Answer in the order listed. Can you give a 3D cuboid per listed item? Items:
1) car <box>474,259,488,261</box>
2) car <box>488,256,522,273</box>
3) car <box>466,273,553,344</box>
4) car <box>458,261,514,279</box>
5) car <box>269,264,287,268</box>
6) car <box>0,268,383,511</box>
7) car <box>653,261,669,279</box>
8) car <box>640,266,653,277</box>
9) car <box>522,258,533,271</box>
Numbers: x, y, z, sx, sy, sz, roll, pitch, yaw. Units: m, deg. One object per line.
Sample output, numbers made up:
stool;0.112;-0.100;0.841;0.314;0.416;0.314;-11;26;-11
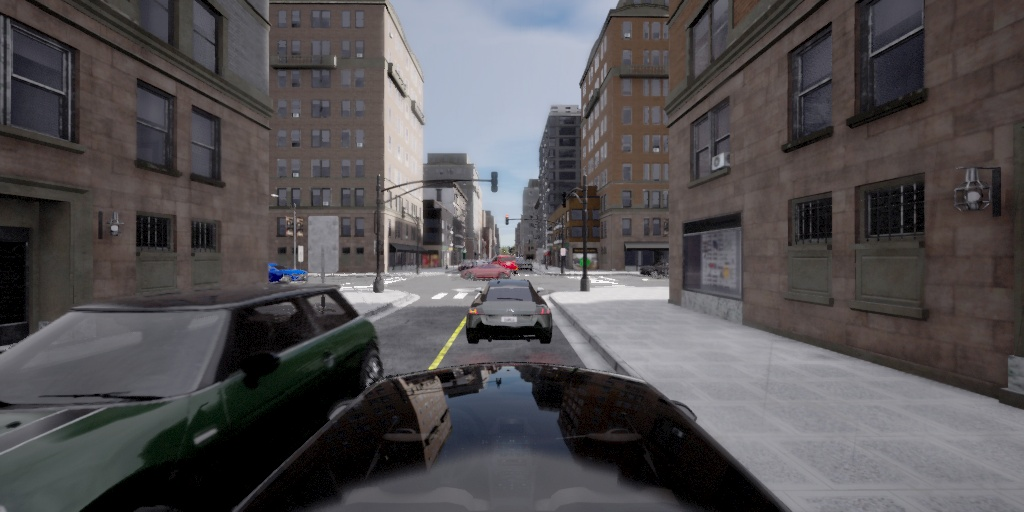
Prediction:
car;-3.574;1.315;44.668;1.812;1.442;4.674;0;0;1
car;-0.897;1.002;39.713;2.150;2.045;5.566;-2;0;-12
car;-0.070;1.315;9.614;1.994;1.385;4.181;0;0;0
car;-2.170;1.328;29.855;4.181;1.385;1.994;0;0;-1
car;-17.583;1.292;26.197;5.008;1.535;1.882;0;0;1
car;-2.837;1.102;3.082;2.097;1.767;4.553;0;0;0
car;15.130;1.237;30.083;5.357;1.411;2.033;0;0;-1
car;14.466;1.177;33.325;5.008;1.535;1.882;0;0;-1
car;1.901;1.362;48.685;1.948;1.339;4.313;0;0;0
